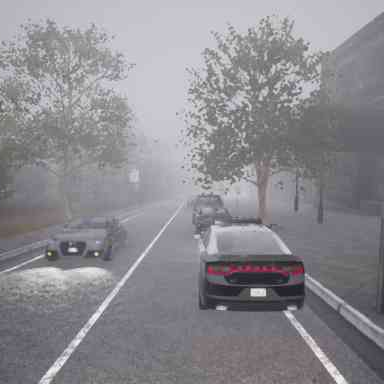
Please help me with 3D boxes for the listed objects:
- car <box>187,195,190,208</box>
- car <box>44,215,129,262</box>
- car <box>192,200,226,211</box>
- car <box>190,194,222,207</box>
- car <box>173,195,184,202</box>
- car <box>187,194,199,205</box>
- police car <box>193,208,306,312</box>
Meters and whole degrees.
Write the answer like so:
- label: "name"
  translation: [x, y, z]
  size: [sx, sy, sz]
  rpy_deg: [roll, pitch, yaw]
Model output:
- label: "car"
  translation: [0.225, 1.513, 45.892]
  size: [1.895, 1.301, 4.718]
  rpy_deg: [0, 0, 0]
- label: "car"
  translation: [-3.562, 1.541, 11.941]
  size: [1.994, 1.385, 4.181]
  rpy_deg: [0, 0, 0]
- label: "car"
  translation: [1.105, 1.444, 17.876]
  size: [1.882, 1.535, 5.008]
  rpy_deg: [0, 0, 0]
- label: "car"
  translation: [1.123, 1.178, 23.927]
  size: [2.150, 2.045, 5.566]
  rpy_deg: [0, 0, 0]
- label: "car"
  translation: [-2.817, 1.357, 69.113]
  size: [1.837, 1.490, 4.892]
  rpy_deg: [0, 0, 4]
- label: "car"
  translation: [0.186, 1.242, 58.143]
  size: [2.097, 1.767, 4.553]
  rpy_deg: [0, 0, 1]
- label: "police car"
  translation: [1.075, 1.410, 7.937]
  size: [1.930, 1.638, 5.238]
  rpy_deg: [0, 0, 0]
